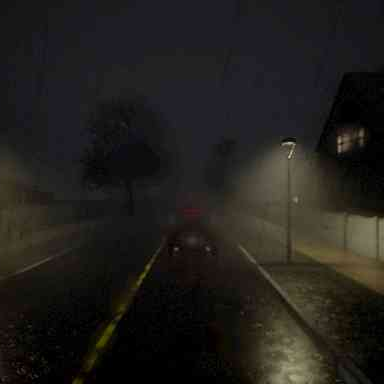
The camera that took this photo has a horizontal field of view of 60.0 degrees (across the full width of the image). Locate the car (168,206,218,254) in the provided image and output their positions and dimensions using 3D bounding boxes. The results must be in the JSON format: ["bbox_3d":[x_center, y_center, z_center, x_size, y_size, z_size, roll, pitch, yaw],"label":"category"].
[{"bbox_3d":[0.041,1.610,14.257,1.882,1.535,5.008,0,0,1],"label":"car"}]

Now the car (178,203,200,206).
[{"bbox_3d":[0.047,1.766,28.504,1.837,1.490,4.892,0,0,1],"label":"car"}]

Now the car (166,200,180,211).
[{"bbox_3d":[-2.734,1.912,48.827,1.882,1.535,5.008,0,-1,1],"label":"car"}]
